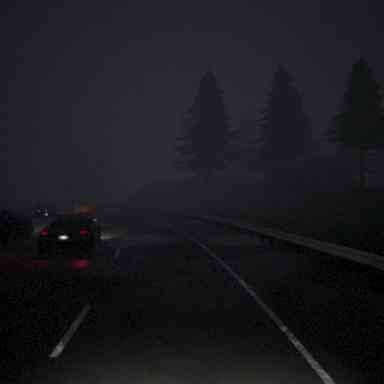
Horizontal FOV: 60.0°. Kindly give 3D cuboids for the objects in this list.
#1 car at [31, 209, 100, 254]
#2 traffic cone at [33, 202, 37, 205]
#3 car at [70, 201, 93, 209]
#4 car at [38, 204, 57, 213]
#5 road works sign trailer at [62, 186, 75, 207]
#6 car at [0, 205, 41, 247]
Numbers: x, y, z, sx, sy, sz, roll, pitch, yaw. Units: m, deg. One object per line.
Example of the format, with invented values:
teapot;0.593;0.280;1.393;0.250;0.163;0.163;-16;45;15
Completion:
car;-5.033;1.637;14.068;1.994;1.385;4.181;0;0;-10
traffic cone;-29.952;2.298;64.078;0.340;0.580;0.340;0;0;-44
car;-11.769;1.659;35.334;1.882;1.535;5.008;0;0;-25
car;-14.250;1.773;32.495;1.895;1.301;4.718;0;0;-24
road works sign trailer;-21.298;0.761;57.137;2.380;3.560;2.880;0;0;-44
car;-8.802;1.577;15.294;2.128;1.511;4.902;0;0;-11
